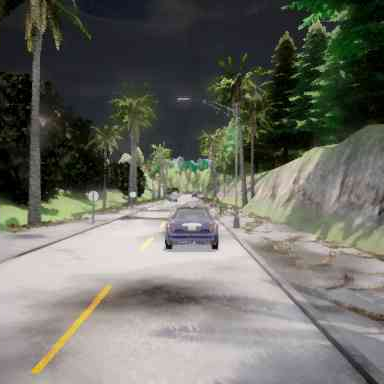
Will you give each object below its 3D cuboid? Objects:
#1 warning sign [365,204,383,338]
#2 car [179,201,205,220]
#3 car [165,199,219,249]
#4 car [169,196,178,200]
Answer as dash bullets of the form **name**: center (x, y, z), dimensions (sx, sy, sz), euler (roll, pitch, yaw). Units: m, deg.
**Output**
- **warning sign**: center (3.350, 1.116, 4.653), dimensions (1.300, 1.860, 1.060), euler (0, 0, 0)
- **car**: center (0.001, 1.574, 29.650), dimensions (2.033, 1.411, 5.357), euler (0, 0, 0)
- **car**: center (0.000, 1.371, 14.620), dimensions (2.097, 1.767, 4.553), euler (0, 0, 0)
- **car**: center (-3.999, 1.537, 71.817), dimensions (1.812, 1.442, 4.674), euler (0, 0, 0)
